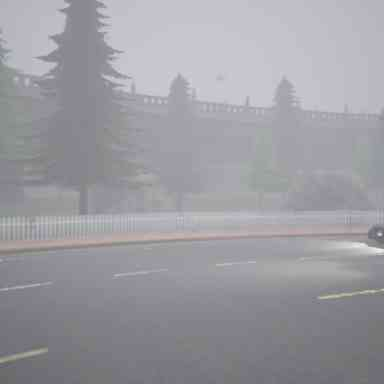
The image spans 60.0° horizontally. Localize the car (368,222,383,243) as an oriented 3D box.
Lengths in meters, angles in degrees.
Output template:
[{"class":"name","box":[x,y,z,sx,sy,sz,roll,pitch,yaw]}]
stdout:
[{"class":"car","box":[9.575,1.540,13.633,4.181,1.385,1.994,0,0,-5]}]
